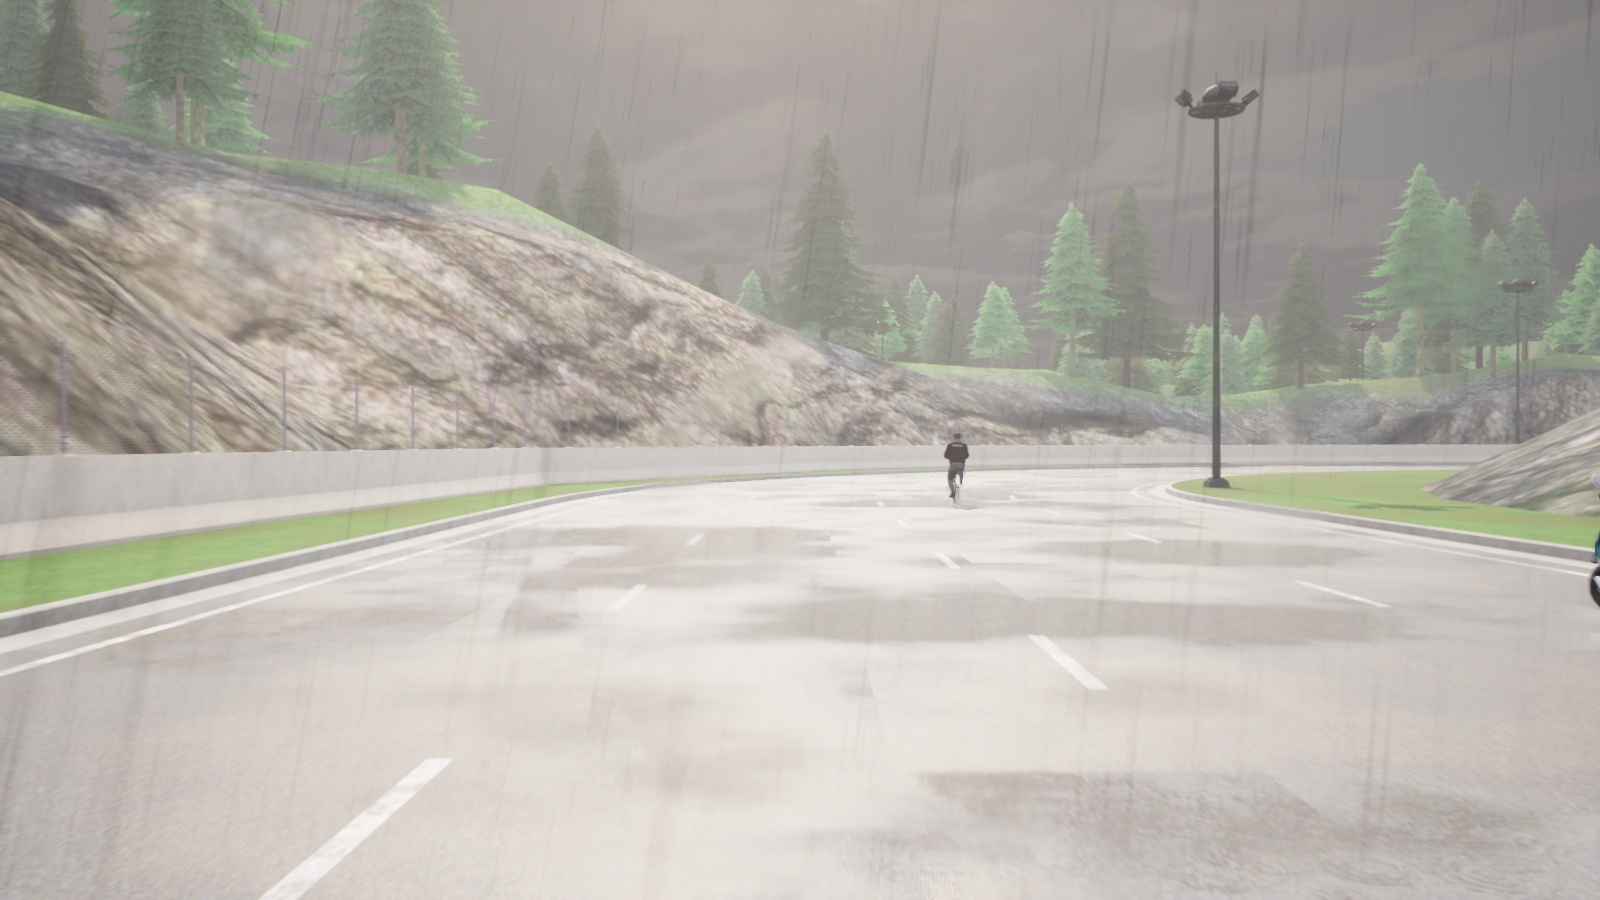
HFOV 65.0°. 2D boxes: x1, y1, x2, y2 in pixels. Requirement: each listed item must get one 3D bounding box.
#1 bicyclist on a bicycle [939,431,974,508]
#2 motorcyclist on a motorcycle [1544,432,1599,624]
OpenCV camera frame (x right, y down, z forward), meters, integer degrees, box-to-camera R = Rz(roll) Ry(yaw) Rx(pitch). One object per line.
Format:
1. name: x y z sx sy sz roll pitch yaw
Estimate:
1. bicyclist on a bicycle: 3.759 0.450 30.277 0.659 1.776 1.843 1 1 3
2. motorcyclist on a motorcycle: 7.075 0.648 10.305 0.866 1.590 1.817 0 0 0
